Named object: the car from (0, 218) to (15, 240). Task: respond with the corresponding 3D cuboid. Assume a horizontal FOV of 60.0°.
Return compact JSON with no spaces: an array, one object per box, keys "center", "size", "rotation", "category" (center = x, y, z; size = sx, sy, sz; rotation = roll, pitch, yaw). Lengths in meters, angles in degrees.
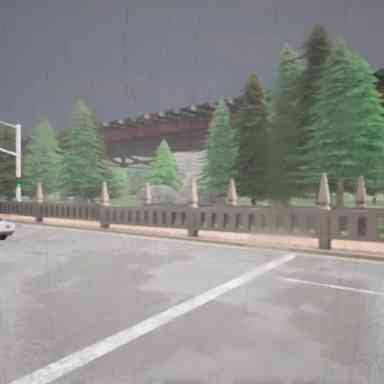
[{"center":[-10.443,1.611,15.732],"size":[4.718,1.301,1.895],"rotation":[0,0,35],"category":"car"}]
